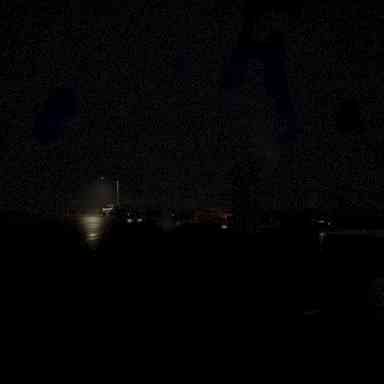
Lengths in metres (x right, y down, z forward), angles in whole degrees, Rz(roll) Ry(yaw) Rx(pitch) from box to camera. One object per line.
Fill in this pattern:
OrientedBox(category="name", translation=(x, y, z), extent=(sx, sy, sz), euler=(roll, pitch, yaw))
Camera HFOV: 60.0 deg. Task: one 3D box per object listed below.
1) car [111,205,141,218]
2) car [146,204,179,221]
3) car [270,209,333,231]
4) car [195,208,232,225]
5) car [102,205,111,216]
OrientedBox(category="car", translation=(-9.793, 2.906, 50.357), extent=(2.150, 2.045, 5.566), euler=(1, -3, -35))
OrientedBox(category="car", translation=(-3.823, 2.521, 41.900), extent=(2.150, 2.045, 5.566), euler=(1, -3, -35))
OrientedBox(category="car", translation=(8.136, 2.045, 25.051), extent=(1.837, 1.490, 4.892), euler=(1, -3, -35))
OrientedBox(category="car", translation=(2.325, 2.384, 33.251), extent=(1.882, 1.535, 5.008), euler=(1, -3, -36))
OrientedBox(category="car", translation=(-14.988, 3.443, 62.645), extent=(2.150, 2.045, 5.566), euler=(1, -3, -36))
